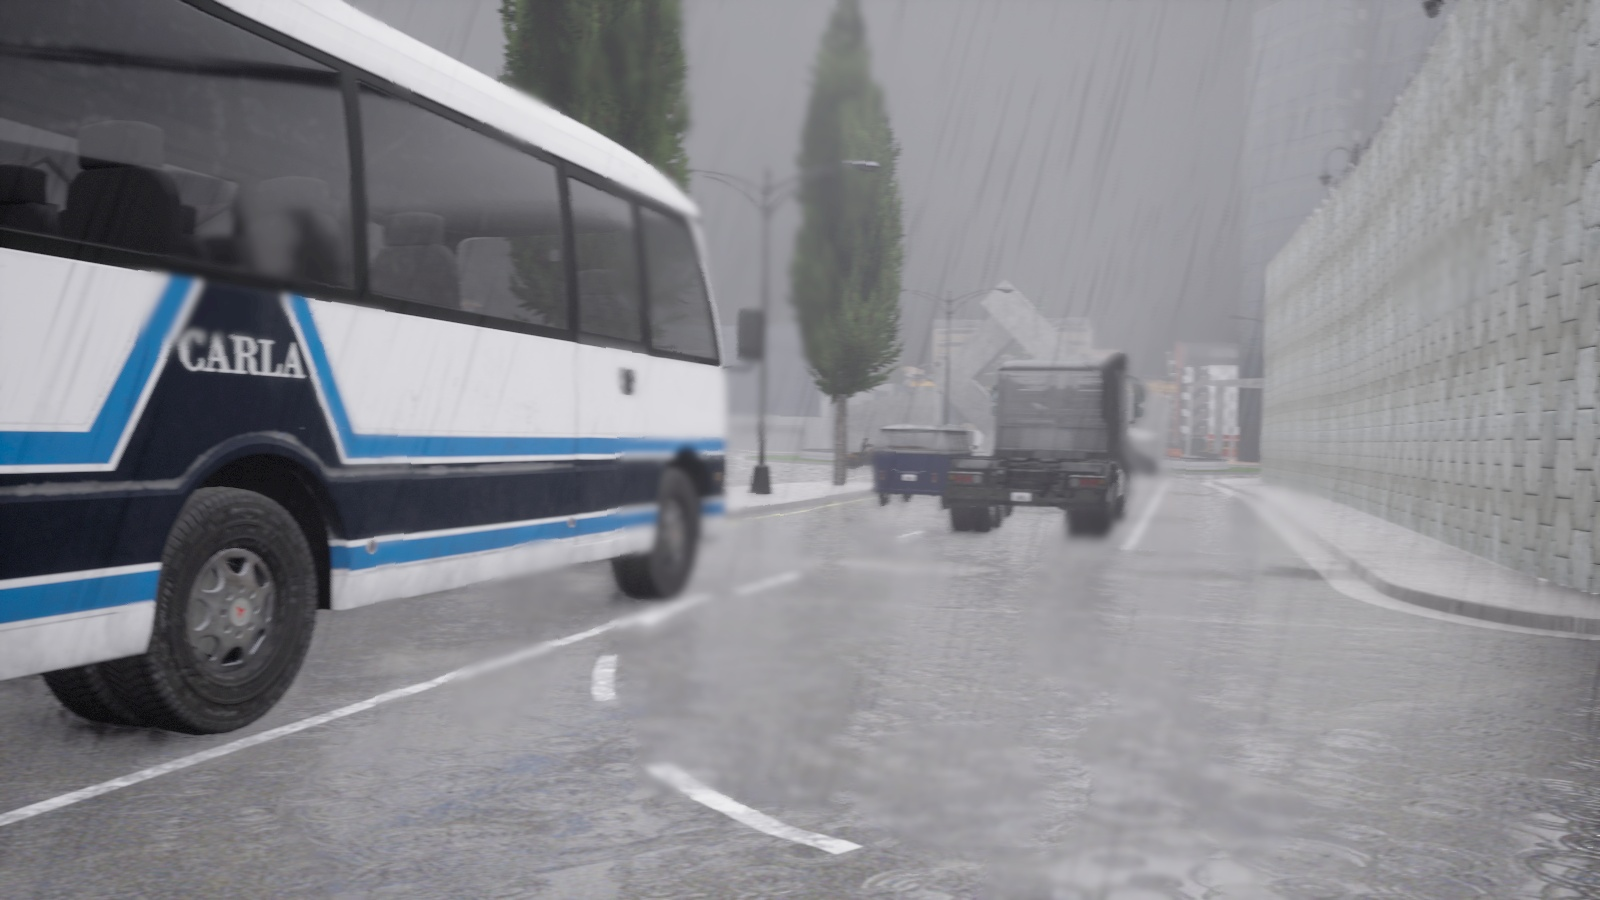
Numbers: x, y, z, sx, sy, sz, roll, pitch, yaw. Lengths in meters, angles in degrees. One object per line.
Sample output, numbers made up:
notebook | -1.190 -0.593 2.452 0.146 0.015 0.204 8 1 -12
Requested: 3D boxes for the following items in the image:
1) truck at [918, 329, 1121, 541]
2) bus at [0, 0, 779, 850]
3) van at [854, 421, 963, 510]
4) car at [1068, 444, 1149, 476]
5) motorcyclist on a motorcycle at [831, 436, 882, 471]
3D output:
truck | 4.592 -0.290 24.738 2.891 3.462 7.936 1 1 17
bus | -3.612 -0.683 9.356 3.944 4.253 10.273 1 0 17
van | 2.740 0.341 30.779 1.775 1.987 4.442 1 1 17
car | 15.180 0.478 61.704 4.193 1.474 1.816 0 1 -42
motorcyclist on a motorcycle | 2.759 0.183 61.555 2.350 1.649 0.766 2 1 26
